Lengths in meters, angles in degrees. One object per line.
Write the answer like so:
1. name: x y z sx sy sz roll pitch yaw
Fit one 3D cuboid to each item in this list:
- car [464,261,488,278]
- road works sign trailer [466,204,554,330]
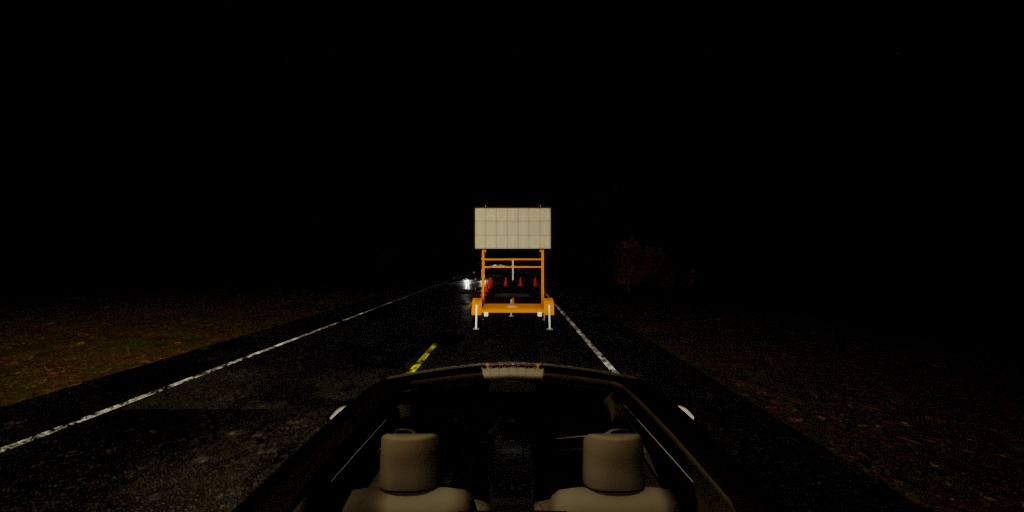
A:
1. car: -3.401 1.266 34.665 1.837 1.490 4.892 0 0 0
2. road works sign trailer: 0.028 0.215 11.119 2.380 3.560 2.880 0 0 0
